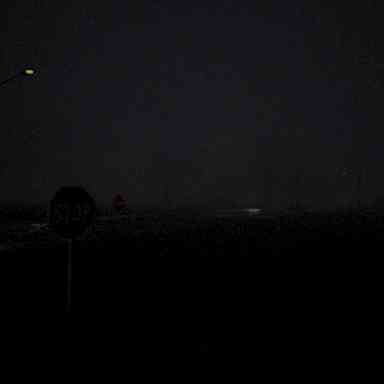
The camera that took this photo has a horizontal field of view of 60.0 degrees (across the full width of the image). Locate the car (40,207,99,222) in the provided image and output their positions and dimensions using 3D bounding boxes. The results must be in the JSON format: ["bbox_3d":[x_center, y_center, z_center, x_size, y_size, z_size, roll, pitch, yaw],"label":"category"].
[{"bbox_3d":[-9.930,1.490,27.150,2.097,1.767,4.553,1,-1,36],"label":"car"}]

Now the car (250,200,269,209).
[{"bbox_3d":[11.544,2.167,56.925,2.128,1.511,4.902,1,1,36],"label":"car"}]

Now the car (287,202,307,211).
[{"bbox_3d":[16.220,2.244,51.444,1.994,1.385,4.181,1,0,36],"label":"car"}]
